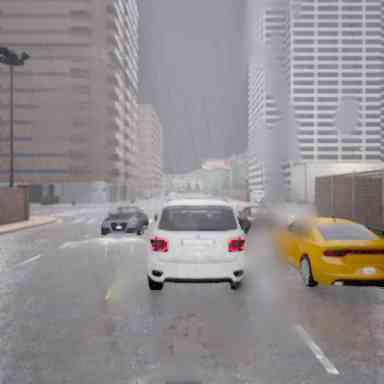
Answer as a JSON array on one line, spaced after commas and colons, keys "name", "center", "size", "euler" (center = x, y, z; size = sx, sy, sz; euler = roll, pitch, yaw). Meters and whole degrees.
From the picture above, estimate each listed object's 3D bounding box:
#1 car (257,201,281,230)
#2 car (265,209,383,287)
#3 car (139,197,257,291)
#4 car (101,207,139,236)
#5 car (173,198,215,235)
[{"name": "car", "center": [3.596, 1.467, 18.597], "size": [1.812, 1.442, 4.674], "euler": [0, 0, 0]}, {"name": "car", "center": [3.604, 1.448, 9.233], "size": [1.882, 1.535, 5.008], "euler": [0, 0, 0]}, {"name": "car", "center": [0.103, 1.192, 9.108], "size": [2.150, 2.045, 5.566], "euler": [0, 0, 0]}, {"name": "car", "center": [-3.504, 1.508, 17.949], "size": [1.994, 1.385, 4.181], "euler": [0, 0, 0]}, {"name": "car", "center": [0.101, 1.291, 19.147], "size": [2.097, 1.767, 4.553], "euler": [0, 0, 0]}]
